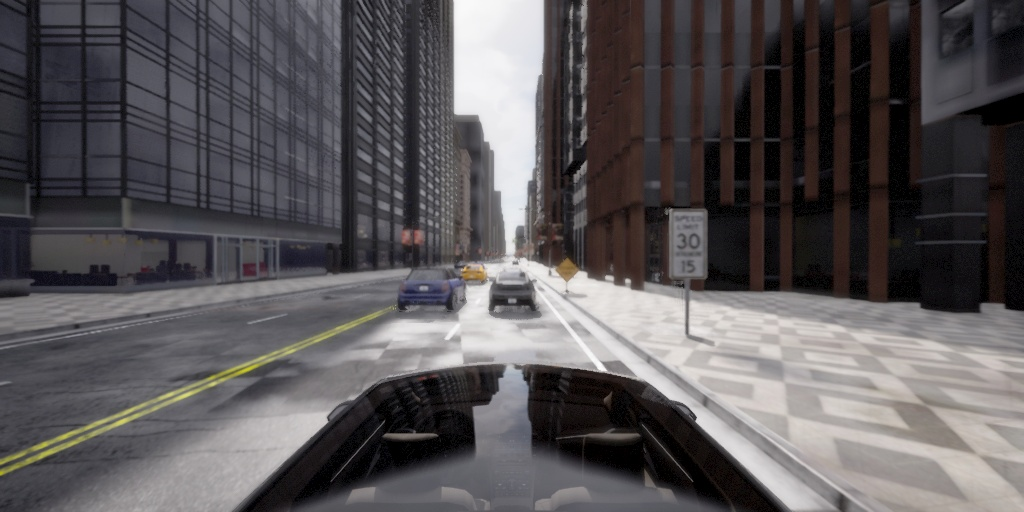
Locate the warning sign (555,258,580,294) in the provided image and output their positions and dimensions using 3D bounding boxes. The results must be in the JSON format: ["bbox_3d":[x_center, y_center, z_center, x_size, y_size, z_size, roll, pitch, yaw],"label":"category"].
[{"bbox_3d":[2.864,1.024,18.768,1.300,1.860,1.060,0,0,0],"label":"warning sign"}]

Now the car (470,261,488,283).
[{"bbox_3d":[-3.198,1.501,31.110,1.882,1.535,5.008,0,0,1],"label":"car"}]

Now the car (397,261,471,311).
[{"bbox_3d":[-3.216,1.228,15.277,2.097,1.767,4.553,0,-1,0],"label":"car"}]

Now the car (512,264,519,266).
[{"bbox_3d":[0.044,1.615,30.104,1.895,1.301,4.718,0,-1,1],"label":"car"}]

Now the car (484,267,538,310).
[{"bbox_3d":[0.033,1.384,15.367,1.837,1.490,4.892,0,0,1],"label":"car"}]
